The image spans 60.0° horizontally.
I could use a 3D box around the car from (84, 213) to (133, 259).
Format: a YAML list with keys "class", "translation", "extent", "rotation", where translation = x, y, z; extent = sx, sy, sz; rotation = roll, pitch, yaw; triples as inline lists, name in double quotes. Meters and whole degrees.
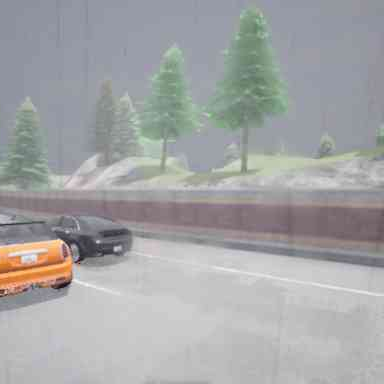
- class: "car"
  translation: [-4.155, 1.504, 11.931]
  extent: [4.892, 1.490, 1.837]
  rotation: [1, 0, 40]

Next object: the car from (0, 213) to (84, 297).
- class: "car"
  translation: [-4.865, 1.341, 7.971]
  extent: [4.553, 1.767, 2.097]
  rotation: [0, 0, 40]
